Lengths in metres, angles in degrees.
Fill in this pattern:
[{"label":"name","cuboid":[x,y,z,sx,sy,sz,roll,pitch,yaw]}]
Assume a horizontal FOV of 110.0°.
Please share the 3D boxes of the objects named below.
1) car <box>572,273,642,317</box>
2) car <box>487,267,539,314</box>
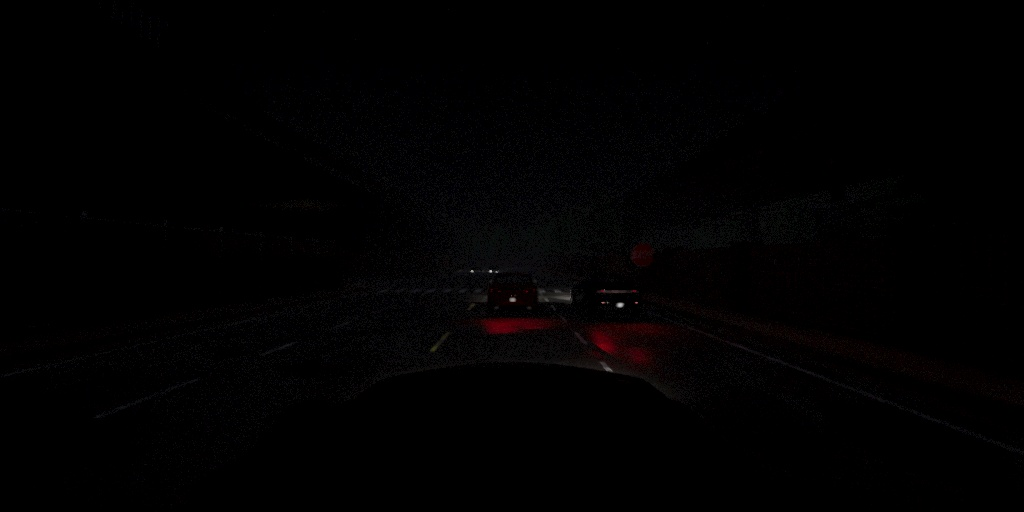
[{"label":"car","cuboid":[3.543,1.414,14.097,2.128,1.511,4.902,0,-1,1]},{"label":"car","cuboid":[0.051,1.411,14.923,1.882,1.535,5.008,0,-1,1]}]
